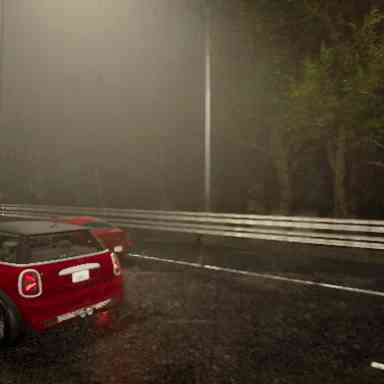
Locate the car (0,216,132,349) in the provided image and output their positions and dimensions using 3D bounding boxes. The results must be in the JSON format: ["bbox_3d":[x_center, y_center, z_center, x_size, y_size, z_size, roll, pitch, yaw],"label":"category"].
[{"bbox_3d":[-3.487,1.352,6.505,4.553,1.767,2.097,0,0,36],"label":"car"}]

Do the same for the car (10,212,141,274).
[{"bbox_3d":[-4.046,1.527,11.219,4.674,1.442,1.812,0,0,36],"label":"car"}]
